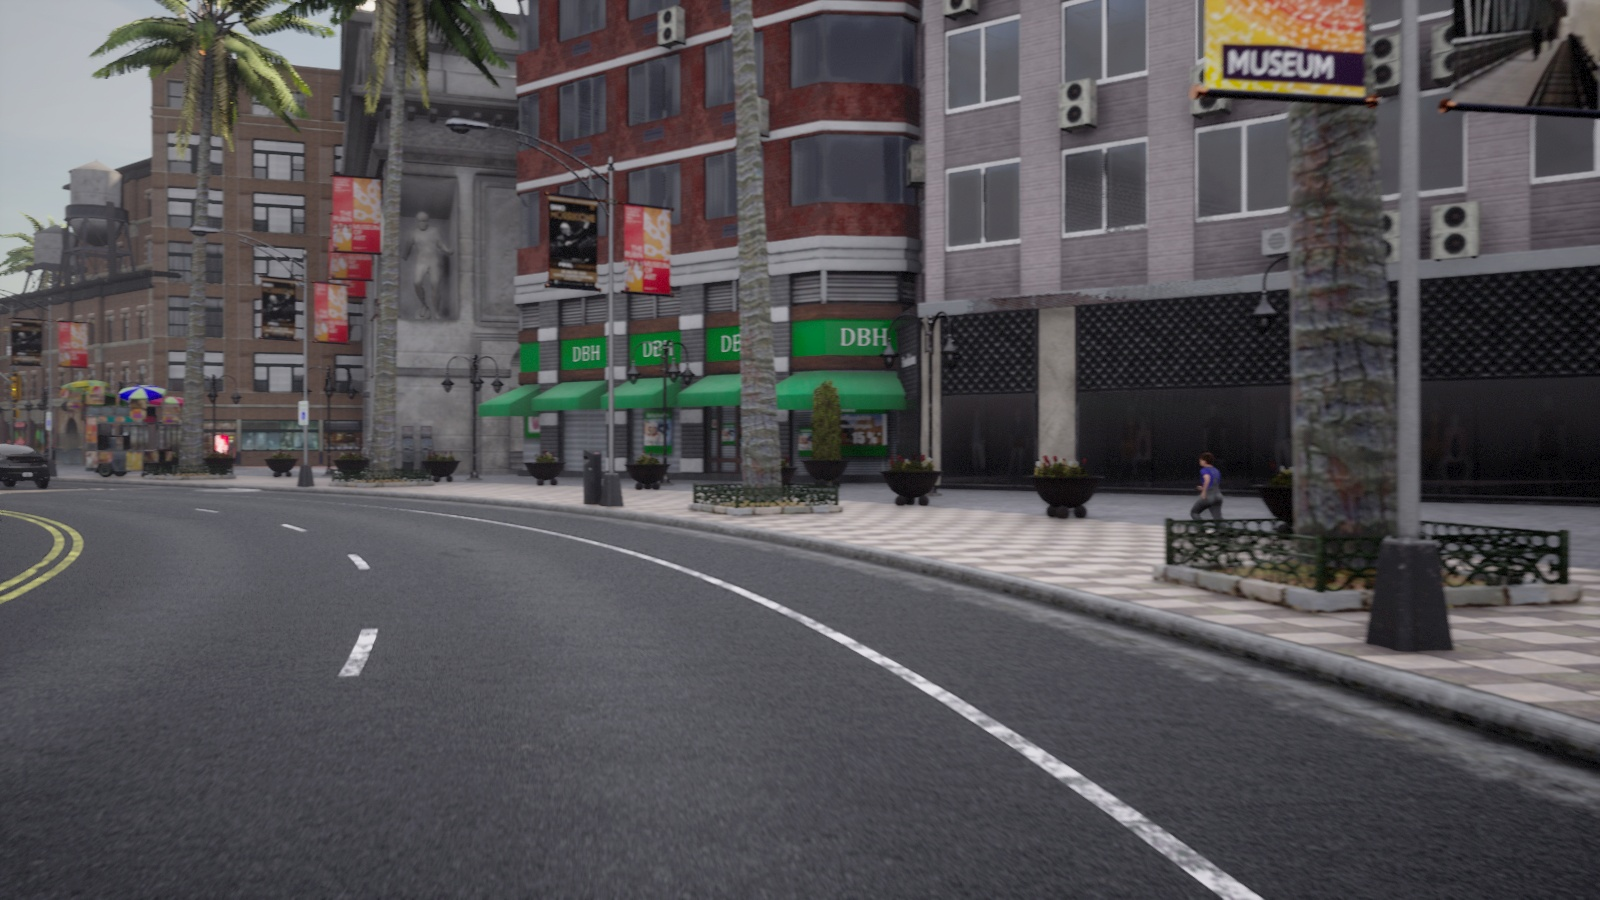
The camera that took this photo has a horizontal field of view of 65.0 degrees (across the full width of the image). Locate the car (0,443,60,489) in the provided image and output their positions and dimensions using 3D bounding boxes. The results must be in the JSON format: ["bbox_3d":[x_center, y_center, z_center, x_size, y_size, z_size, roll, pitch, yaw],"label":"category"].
[{"bbox_3d":[-27.475,0.533,43.252,4.892,1.490,1.837,0,0,39],"label":"car"}]

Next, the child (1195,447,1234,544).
[{"bbox_3d":[5.468,0.593,16.571,0.270,1.263,0.437,0,0,-26],"label":"child"}]
